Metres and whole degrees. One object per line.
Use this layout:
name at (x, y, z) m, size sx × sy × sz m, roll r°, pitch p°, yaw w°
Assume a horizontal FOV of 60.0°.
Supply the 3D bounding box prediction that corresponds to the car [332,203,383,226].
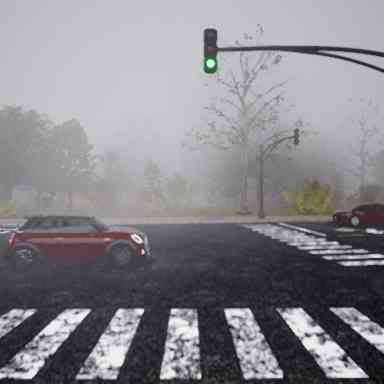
car at (12.607, 1.554, 23.868) m, size 5.008 × 1.535 × 1.882 m, roll 0°, pitch 1°, yaw -9°

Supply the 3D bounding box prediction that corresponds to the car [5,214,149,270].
car at (-3.798, 1.548, 11.588) m, size 4.553 × 1.767 × 2.097 m, roll 0°, pitch 1°, yaw -8°
